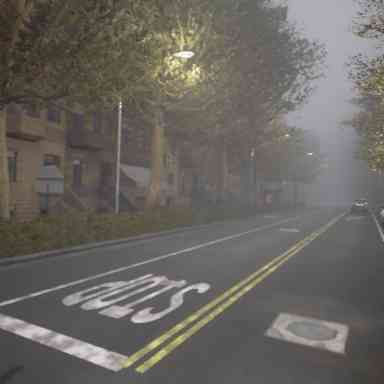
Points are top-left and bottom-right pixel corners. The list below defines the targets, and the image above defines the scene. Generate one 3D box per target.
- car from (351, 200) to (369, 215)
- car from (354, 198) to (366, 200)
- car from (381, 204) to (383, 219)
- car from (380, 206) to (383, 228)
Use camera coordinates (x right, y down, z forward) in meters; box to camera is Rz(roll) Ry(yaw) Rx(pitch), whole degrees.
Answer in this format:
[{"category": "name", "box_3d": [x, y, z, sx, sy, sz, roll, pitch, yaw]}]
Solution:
[{"category": "car", "box_3d": [21.953, 2.186, 43.643, 2.128, 1.511, 4.902, 2, 0, 28]}, {"category": "car", "box_3d": [26.750, 2.067, 52.893, 2.150, 2.045, 5.566, 2, 0, 28]}, {"category": "car", "box_3d": [23.083, 2.213, 38.136, 2.231, 1.521, 4.892, 2, 0, 28]}, {"category": "car", "box_3d": [15.920, 1.733, 25.676, 2.435, 2.045, 5.566, 2, 0, 28]}]
